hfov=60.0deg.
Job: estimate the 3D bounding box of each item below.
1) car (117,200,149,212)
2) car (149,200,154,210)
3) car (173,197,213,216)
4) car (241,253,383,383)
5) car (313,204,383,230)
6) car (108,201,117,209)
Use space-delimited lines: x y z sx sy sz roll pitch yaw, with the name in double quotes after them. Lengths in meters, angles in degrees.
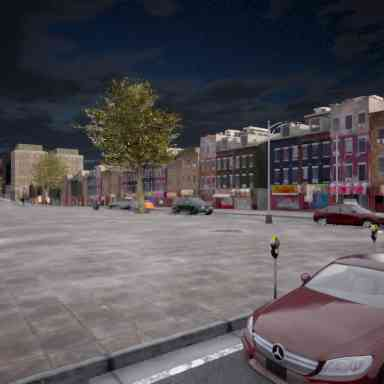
-8.794 2.128 49.085 2.128 1.511 4.902 0 -1 -35 "car"
-7.951 2.040 52.868 2.097 1.767 4.553 0 -1 -36 "car"
-0.010 1.581 36.730 2.150 2.045 5.566 0 -1 -36 "car"
2.572 1.582 4.638 4.206 1.307 1.802 0 0 -35 "car"
10.510 1.594 22.046 1.882 1.535 5.008 0 -1 -36 "car"
-13.826 2.396 61.054 2.128 1.511 4.902 0 -1 -35 "car"
